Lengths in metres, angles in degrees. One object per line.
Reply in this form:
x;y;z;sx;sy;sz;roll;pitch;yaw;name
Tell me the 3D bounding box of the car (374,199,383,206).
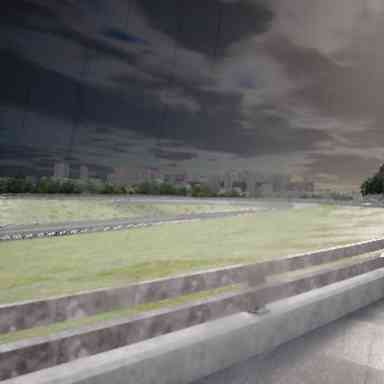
42.326;2.374;73.879;2.097;1.767;4.553;0;-1;3;car
